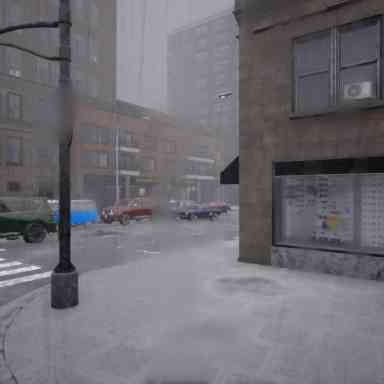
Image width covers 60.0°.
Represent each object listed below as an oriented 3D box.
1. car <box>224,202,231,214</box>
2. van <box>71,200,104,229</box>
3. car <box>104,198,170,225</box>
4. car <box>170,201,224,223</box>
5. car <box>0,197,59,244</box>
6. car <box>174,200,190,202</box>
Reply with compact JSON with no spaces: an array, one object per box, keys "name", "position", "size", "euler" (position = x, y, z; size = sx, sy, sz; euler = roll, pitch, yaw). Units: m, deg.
[{"name":"car","position":[2.275,1.575,33.384],"size":[1.887,1.381,4.507],"euler":[0,0,36]},{"name":"van","position":[-7.569,1.358,19.785],"size":[1.690,1.788,3.998],"euler":[0,0,36]},{"name":"car","position":[-4.287,1.336,24.318],"size":[2.192,1.841,5.009],"euler":[0,0,36]},{"name":"car","position":[0.296,1.625,25.941],"size":[1.895,1.301,4.718],"euler":[0,0,36]},{"name":"car","position":[-8.504,1.233,13.788],"size":[2.150,2.045,5.566],"euler":[0,0,36]},{"name":"car","position":[-1.006,1.466,28.851],"size":[1.967,1.590,4.097],"euler":[0,0,36]}]
